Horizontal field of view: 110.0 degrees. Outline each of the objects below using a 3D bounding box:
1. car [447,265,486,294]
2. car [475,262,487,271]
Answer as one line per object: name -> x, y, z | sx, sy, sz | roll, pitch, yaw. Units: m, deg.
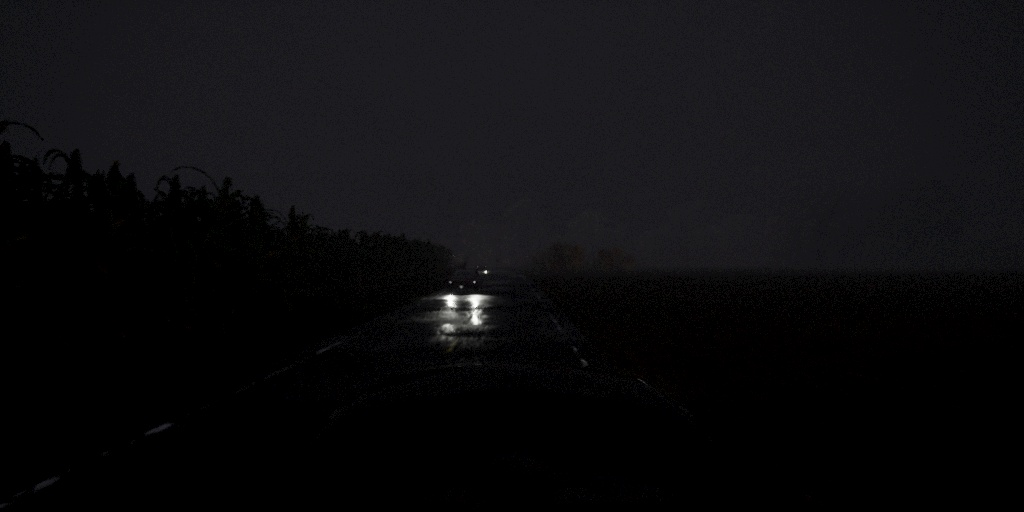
car -> -2.852, 1.483, 22.459 | 1.812, 1.442, 4.674 | 0, -1, 0
car -> -5.451, 1.805, 62.707 | 1.882, 1.535, 5.008 | 0, -1, -9
